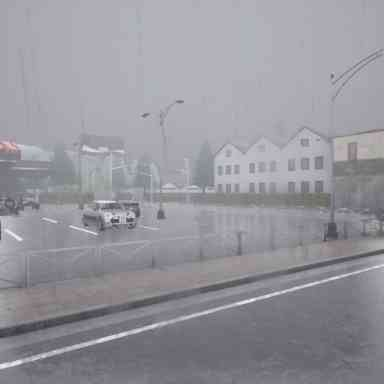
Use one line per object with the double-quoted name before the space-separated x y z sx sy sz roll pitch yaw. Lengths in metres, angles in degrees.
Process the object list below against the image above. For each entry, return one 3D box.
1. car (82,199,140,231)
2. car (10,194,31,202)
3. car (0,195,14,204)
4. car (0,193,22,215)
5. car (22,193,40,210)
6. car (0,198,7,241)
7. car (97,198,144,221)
"car" -4.608 1.248 18.379 1.970 1.475 3.806 0 0 -36
"car" -38.133 1.328 73.804 3.866 1.878 1.905 0 0 -36
"car" -38.377 1.495 66.676 4.611 1.667 2.242 0 0 -36
"car" -17.184 1.113 30.364 1.932 1.855 4.605 0 0 -36
"car" -19.077 1.092 38.678 1.905 1.878 3.866 0 0 -36
"car" -9.645 1.169 14.389 2.152 1.636 5.027 0 0 -36
"car" -5.720 1.313 26.245 2.007 1.523 4.514 0 0 -36
